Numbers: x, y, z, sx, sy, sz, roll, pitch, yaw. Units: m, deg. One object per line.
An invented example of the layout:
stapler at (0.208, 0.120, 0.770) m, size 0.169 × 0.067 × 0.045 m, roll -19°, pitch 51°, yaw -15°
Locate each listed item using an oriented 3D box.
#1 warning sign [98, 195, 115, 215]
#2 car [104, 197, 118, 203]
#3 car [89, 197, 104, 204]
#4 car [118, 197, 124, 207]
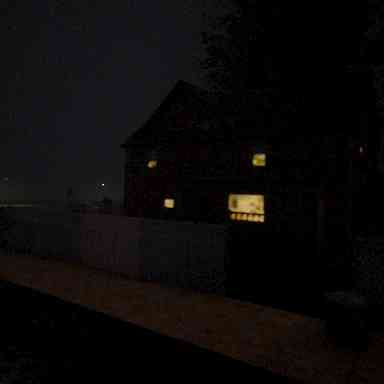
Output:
warning sign at (-8.815, 1.306, 34.266) m, size 1.300 × 1.860 × 1.060 m, roll 3°, pitch 2°, yaw 21°
car at (-11.564, 1.600, 54.163) m, size 2.128 × 1.511 × 4.902 m, roll 2°, pitch 0°, yaw 20°
car at (-14.860, 1.520, 54.618) m, size 1.812 × 1.442 × 4.674 m, roll 2°, pitch 0°, yaw 20°
car at (-8.933, 1.552, 51.617) m, size 2.097 × 1.767 × 4.553 m, roll 2°, pitch 0°, yaw 20°
